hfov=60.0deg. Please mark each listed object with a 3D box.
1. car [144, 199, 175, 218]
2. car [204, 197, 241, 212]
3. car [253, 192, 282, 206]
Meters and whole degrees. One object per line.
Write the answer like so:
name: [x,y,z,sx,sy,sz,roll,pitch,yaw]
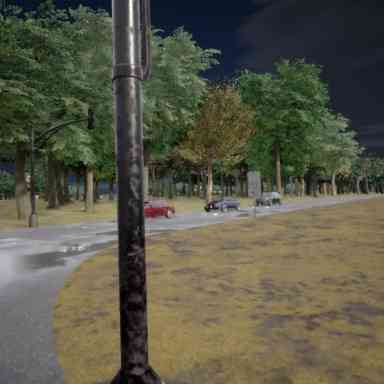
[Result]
car: [-3.130,1.277,24.057,1.812,1.442,4.674,-3,-1,37]
car: [2.959,1.156,32.057,1.994,1.385,4.181,-3,-1,37]
car: [9.170,0.789,40.220,2.097,1.767,4.553,-3,-1,37]
